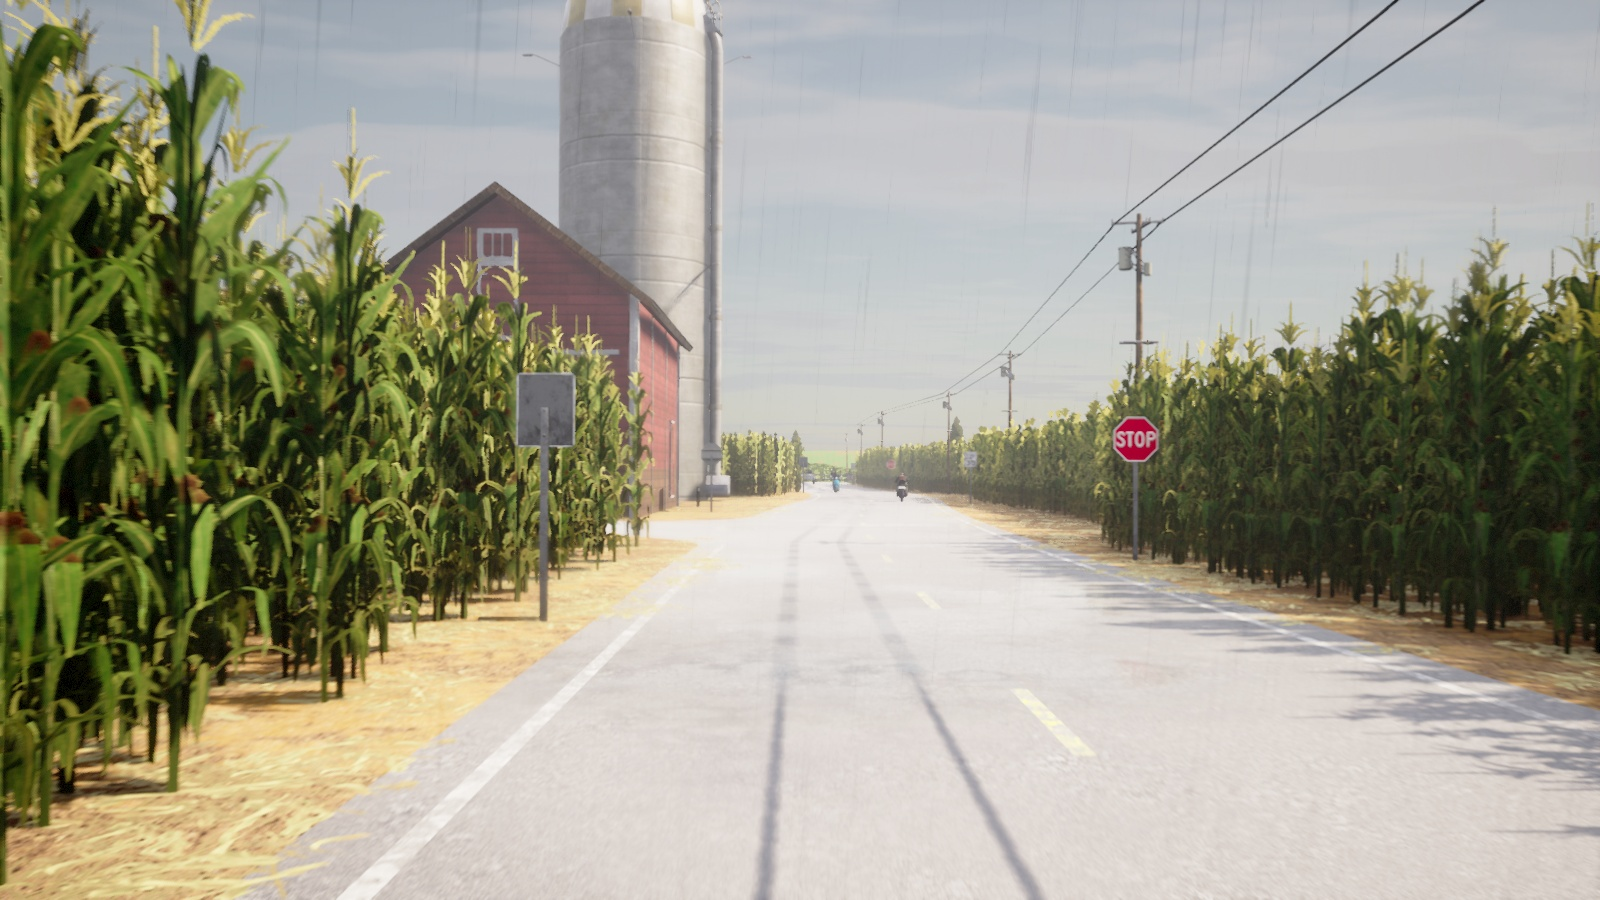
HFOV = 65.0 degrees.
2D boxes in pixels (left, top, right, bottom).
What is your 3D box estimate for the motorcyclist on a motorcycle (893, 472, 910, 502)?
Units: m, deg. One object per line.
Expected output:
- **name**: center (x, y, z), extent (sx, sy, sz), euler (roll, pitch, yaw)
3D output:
- **motorcyclist on a motorcycle**: center (5.342, 1.929, 65.756), extent (0.866, 1.530, 2.191), euler (0, -1, 5)
